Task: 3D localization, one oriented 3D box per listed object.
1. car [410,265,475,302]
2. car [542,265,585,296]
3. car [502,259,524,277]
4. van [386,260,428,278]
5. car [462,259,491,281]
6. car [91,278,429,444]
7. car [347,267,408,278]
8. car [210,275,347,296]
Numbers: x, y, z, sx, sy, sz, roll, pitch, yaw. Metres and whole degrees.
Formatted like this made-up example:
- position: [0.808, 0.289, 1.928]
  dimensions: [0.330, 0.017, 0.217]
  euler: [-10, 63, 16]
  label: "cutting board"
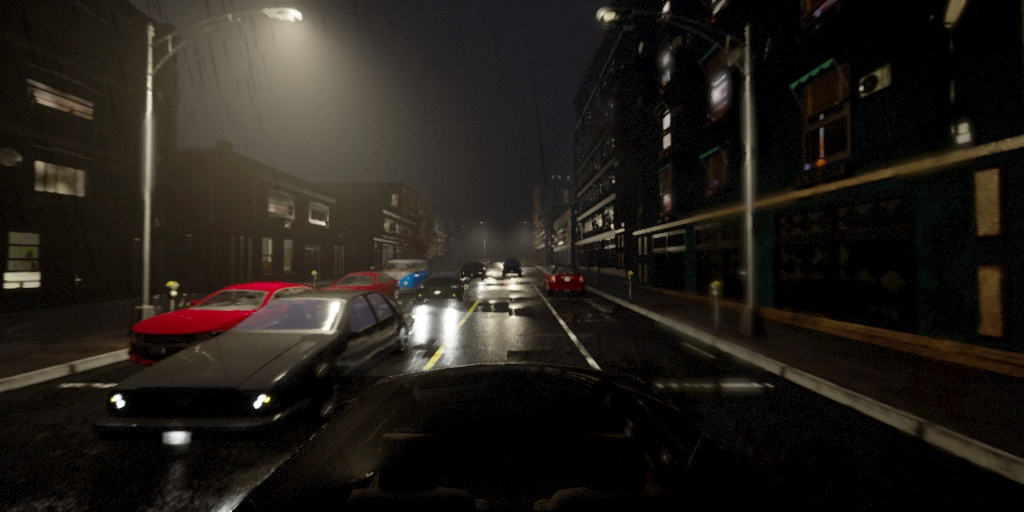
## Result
- position: [-3.087, 1.311, 16.834]
  dimensions: [1.994, 1.385, 4.181]
  euler: [0, 0, 0]
  label: "car"
- position: [2.693, 1.186, 19.492]
  dimensions: [1.967, 1.591, 4.097]
  euler: [0, 0, 0]
  label: "car"
- position: [0.004, 1.269, 35.825]
  dimensions: [1.812, 1.442, 4.674]
  euler: [0, 0, 0]
  label: "car"
- position: [-5.688, 1.087, 19.432]
  dimensions: [1.690, 1.789, 3.998]
  euler: [0, 0, 0]
  label: "van"
- position: [-3.076, 1.250, 30.009]
  dimensions: [1.837, 1.490, 4.892]
  euler: [0, 0, 0]
  label: "car"
- position: [-3.095, 1.297, 5.985]
  dimensions: [2.033, 1.411, 5.357]
  euler: [0, 0, 0]
  label: "car"
- position: [-5.689, 1.293, 13.745]
  dimensions: [1.888, 1.381, 4.507]
  euler: [0, 0, 0]
  label: "car"
- position: [-5.766, 1.294, 8.063]
  dimensions: [1.888, 1.381, 4.507]
  euler: [0, 0, 0]
  label: "car"
